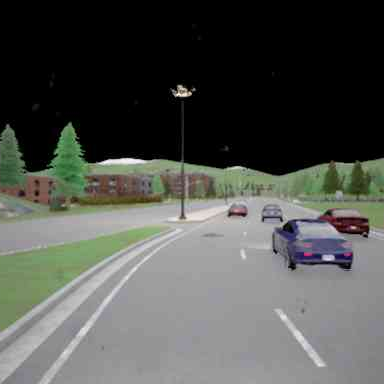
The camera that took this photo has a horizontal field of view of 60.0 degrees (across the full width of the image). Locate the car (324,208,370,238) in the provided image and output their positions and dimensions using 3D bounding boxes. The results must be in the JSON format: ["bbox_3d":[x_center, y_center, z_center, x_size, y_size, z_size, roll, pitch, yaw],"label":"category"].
[{"bbox_3d":[8.586,1.681,19.216,1.882,1.535,5.008,0,-1,10],"label":"car"}]

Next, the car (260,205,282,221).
[{"bbox_3d":[7.262,1.875,30.338,2.033,1.411,5.357,0,-1,12],"label":"car"}]

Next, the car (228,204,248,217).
[{"bbox_3d":[5.136,1.968,37.059,1.994,1.385,4.181,0,-1,12],"label":"car"}]

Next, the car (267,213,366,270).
[{"bbox_3d":[3.914,1.648,11.361,1.812,1.442,4.674,0,-1,5],"label":"car"}]
